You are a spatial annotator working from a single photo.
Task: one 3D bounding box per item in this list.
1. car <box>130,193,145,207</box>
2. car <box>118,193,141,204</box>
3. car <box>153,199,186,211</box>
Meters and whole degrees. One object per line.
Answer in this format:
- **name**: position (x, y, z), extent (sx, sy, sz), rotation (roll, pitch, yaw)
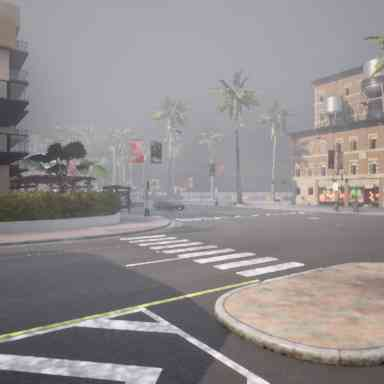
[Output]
- **car**: position (-8.818, 1.348, 49.650), extent (2.097, 1.767, 4.553), rotation (0, 0, -35)
- **car**: position (-12.673, 1.216, 67.347), extent (2.150, 2.045, 5.566), rotation (0, 0, -38)
- **car**: position (-2.949, 1.543, 41.273), extent (2.033, 1.411, 5.357), rotation (0, 0, -35)
